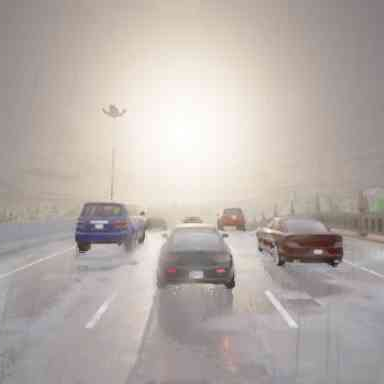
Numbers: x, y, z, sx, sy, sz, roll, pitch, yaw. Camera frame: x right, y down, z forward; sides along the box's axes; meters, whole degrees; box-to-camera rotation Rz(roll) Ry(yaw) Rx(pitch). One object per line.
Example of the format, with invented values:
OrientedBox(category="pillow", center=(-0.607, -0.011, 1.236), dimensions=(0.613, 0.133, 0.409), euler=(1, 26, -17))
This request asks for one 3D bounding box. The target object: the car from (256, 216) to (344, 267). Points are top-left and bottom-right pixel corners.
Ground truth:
OrientedBox(category="car", center=(3.587, 1.610, 11.944), dimensions=(1.882, 1.535, 5.008), euler=(0, -1, 0))

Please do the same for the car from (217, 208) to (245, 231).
OrientedBox(category="car", center=(3.563, 2.570, 30.880), dimensions=(2.150, 2.045, 5.566), euler=(0, -6, 0))

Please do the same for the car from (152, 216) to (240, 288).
OrientedBox(category="car", center=(0.090, 1.610, 9.318), dimensions=(1.812, 1.442, 4.674), euler=(0, -1, 0))

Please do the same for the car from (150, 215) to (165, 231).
OrientedBox(category="car", center=(-3.441, 3.115, 33.415), dimensions=(1.882, 1.535, 5.008), euler=(0, -7, 0))

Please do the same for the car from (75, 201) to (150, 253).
OrientedBox(category="car", center=(-3.417, 1.450, 14.905), dimensions=(2.150, 2.045, 5.566), euler=(0, -2, 0))
